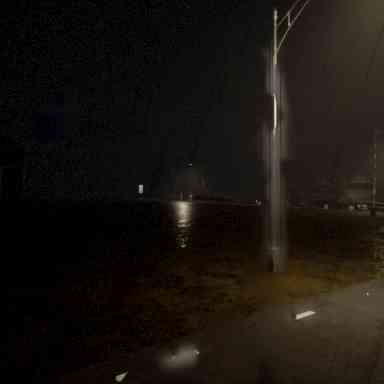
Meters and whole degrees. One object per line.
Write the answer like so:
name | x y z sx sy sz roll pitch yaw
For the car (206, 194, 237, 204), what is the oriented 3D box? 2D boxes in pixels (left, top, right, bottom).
car | 4.891 1.174 52.417 1.895 1.301 4.718 2 -1 -35

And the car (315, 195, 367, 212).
car | 16.400 1.292 36.148 1.837 1.490 4.892 2 0 -35

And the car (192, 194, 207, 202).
car | 1.956 1.073 62.949 1.882 1.535 5.008 2 -1 -35

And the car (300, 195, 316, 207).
car | 16.200 1.177 42.857 2.097 1.767 4.553 2 -1 -35

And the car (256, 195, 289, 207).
car | 10.653 1.177 44.268 1.837 1.490 4.892 2 0 -35
